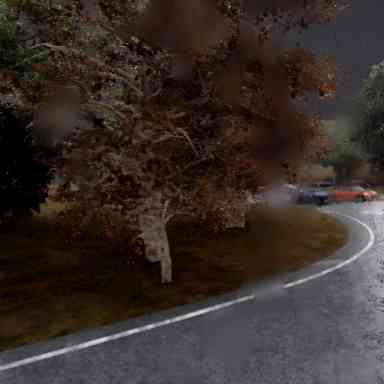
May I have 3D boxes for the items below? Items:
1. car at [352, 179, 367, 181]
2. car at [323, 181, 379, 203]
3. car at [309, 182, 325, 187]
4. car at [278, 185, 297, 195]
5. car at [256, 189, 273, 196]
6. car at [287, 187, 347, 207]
[{"bbox_3d":[30.189,-1.576,60.962,5.008,1.535,1.882,-3,2,-1],"label":"car"},{"bbox_3d":[15.783,0.123,32.741,2.097,1.767,4.553,-4,2,-32],"label":"car"},{"bbox_3d":[24.805,-1.313,63.451,4.718,1.301,1.895,-3,2,-15],"label":"car"},{"bbox_3d":[15.194,-0.400,52.430,1.812,1.442,4.674,-2,2,34],"label":"car"},{"bbox_3d":[11.450,-0.199,52.200,1.812,1.442,4.674,-2,2,28],"label":"car"},{"bbox_3d":[11.621,0.584,31.397,2.033,1.411,5.357,-3,2,-15],"label":"car"}]
